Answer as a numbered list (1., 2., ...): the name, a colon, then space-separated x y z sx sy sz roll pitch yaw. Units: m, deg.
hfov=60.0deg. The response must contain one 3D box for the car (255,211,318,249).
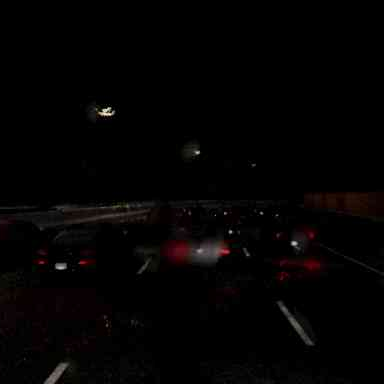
1. car: 4.249 1.767 15.412 1.895 1.301 4.718 0 -1 5

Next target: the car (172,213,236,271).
1. car: 0.434 1.689 11.392 2.033 1.411 5.357 0 -1 4

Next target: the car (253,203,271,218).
1. car: 7.303 1.913 34.734 1.812 1.442 4.674 -1 -1 13

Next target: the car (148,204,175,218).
1. car: -3.245 1.994 35.613 1.812 1.442 4.674 -1 -1 12

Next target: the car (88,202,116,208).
1. car: -11.792 2.213 45.527 1.994 1.385 4.181 -1 -1 16

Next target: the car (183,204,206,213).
1. car: 0.276 1.968 35.351 1.812 1.442 4.674 -1 -1 12

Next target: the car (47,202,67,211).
1. car: -18.323 2.251 48.169 1.812 1.442 4.674 -1 -1 16

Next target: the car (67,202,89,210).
1. car: -14.938 2.184 47.279 2.128 1.511 4.902 -1 -1 16

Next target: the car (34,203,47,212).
1. car: -21.506 2.331 49.739 1.994 1.385 4.181 -1 -1 16

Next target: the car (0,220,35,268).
1. car: -6.512 1.719 11.919 1.812 1.442 4.674 0 -1 4

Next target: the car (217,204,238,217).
1. car: 3.790 1.940 35.045 1.812 1.442 4.674 -1 -1 13

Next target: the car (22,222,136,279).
1. car: -3.106 1.679 10.507 1.812 1.442 4.674 0 -1 3
